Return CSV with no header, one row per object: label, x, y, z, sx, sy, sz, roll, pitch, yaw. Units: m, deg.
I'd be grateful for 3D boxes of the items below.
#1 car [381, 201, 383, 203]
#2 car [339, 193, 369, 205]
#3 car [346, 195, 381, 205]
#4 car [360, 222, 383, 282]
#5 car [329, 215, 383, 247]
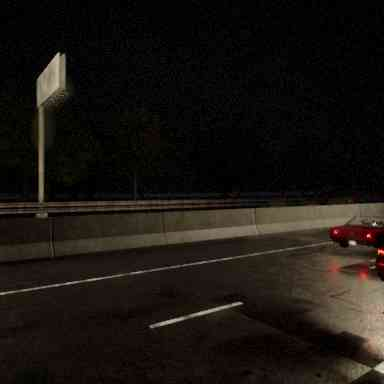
car,24.604,1.302,38.961,4.553,1.767,2.097,0,0,-36
car,22.785,1.161,46.281,5.566,2.045,2.150,0,0,-36
car,21.670,1.431,41.161,5.008,1.535,1.882,0,0,-36
car,6.378,1.525,8.314,4.674,1.442,1.812,0,0,-35
car,7.762,1.599,13.611,4.718,1.301,1.895,0,0,-35
